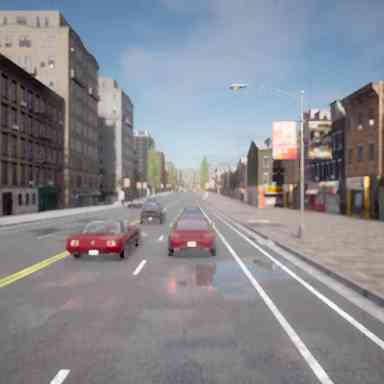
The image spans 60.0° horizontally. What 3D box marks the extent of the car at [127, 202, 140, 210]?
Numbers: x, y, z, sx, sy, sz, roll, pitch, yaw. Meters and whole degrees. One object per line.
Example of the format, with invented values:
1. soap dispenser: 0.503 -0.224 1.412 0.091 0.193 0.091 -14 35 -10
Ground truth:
1. car: -9.845 2.293 56.792 1.895 1.301 4.718 0 -1 0

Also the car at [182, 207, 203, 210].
1. car: 0.006 1.928 28.410 1.994 1.385 4.181 0 -1 0

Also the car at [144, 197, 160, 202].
1. car: -6.612 1.901 55.426 2.150 2.045 5.566 0 -1 0

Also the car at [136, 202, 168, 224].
1. car: -3.244 1.872 28.514 1.837 1.490 4.892 0 0 0

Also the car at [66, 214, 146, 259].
1. car: -3.240 1.750 13.243 1.895 1.301 4.718 0 -1 0

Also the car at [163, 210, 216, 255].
1. car: 0.017 1.683 13.905 1.812 1.442 4.674 0 -1 1
